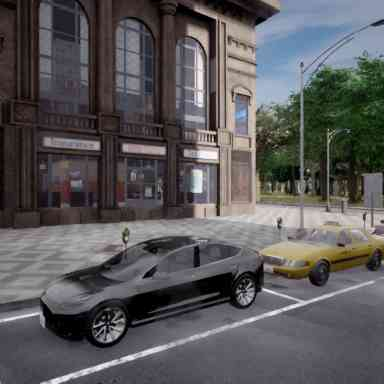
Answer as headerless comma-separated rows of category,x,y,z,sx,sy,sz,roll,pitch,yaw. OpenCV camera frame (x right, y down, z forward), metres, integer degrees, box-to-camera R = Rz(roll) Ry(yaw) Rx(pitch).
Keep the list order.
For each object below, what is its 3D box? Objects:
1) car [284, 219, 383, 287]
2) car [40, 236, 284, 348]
car,3.793,1.526,9.363,4.829,1.417,1.752,0,0,-36
car,-0.494,1.566,6.301,4.313,1.339,1.947,0,0,-36
